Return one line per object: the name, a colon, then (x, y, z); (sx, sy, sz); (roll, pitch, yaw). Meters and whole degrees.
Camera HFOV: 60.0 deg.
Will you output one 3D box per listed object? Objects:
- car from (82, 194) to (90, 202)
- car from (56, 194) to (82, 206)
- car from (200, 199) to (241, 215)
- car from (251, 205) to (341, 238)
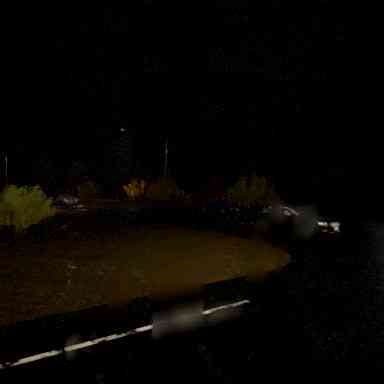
car: (-21.380, 1.156, 64.491); (1.882, 1.535, 5.008); (0, 0, -37)
car: (-18.355, 1.124, 48.926); (2.097, 1.767, 4.553); (0, 0, -37)
car: (2.778, 1.411, 32.655); (1.812, 1.442, 4.674); (0, 0, -37)
car: (5.356, 1.456, 17.675); (2.128, 1.511, 4.902); (0, 0, -37)
